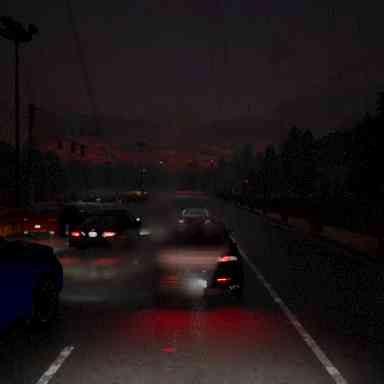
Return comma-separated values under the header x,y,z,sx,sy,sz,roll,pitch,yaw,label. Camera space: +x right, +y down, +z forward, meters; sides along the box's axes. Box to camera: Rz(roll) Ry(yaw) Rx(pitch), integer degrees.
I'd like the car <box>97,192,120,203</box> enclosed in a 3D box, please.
x,y,z,sx,sy,sz,roll,pitch,yaw,label
-13.791,1.116,55.442,1.812,1.442,4.674,0,0,1,car

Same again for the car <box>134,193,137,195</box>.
x,y,z,sx,sy,sz,roll,pitch,yaw,label
-13.575,0.945,77.780,1.812,1.442,4.674,0,0,0,car

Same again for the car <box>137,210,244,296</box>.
x,y,z,sx,sy,sz,roll,pitch,yaw,label
0.127,1.438,8.462,2.128,1.511,4.902,0,0,0,car

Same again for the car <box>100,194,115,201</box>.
x,y,z,sx,sy,sz,roll,pitch,yaw,label
-17.136,1.064,67.385,1.994,1.385,4.181,0,0,0,car

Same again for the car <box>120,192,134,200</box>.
x,y,z,sx,sy,sz,roll,pitch,yaw,label
-13.648,1.027,67.136,1.812,1.442,4.674,0,0,1,car

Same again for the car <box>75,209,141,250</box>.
x,y,z,sx,sy,sz,roll,pitch,yaw,label
-3.348,1.453,13.779,2.033,1.411,5.357,0,0,0,car

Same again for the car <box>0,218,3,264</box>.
x,y,z,sx,sy,sz,roll,pitch,yaw,label
-6.881,1.512,8.207,1.994,1.385,4.181,0,0,1,car

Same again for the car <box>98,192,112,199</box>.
x,y,z,sx,sy,sz,roll,pitch,yaw,label
-20.568,0.890,78.960,1.882,1.535,5.008,0,0,0,car

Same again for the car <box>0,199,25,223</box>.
x,y,z,sx,sy,sz,roll,pitch,yaw,label
-13.994,1.325,23.336,2.128,1.511,4.902,0,0,0,car

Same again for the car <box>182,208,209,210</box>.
x,y,z,sx,sy,sz,roll,pitch,yaw,label
0.174,1.476,17.792,1.895,1.301,4.718,0,0,0,car

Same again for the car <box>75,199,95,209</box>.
x,y,z,sx,sy,sz,roll,pitch,yaw,label
-6.843,1.358,17.192,1.882,1.535,5.008,0,0,0,car

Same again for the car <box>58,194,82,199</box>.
x,y,z,sx,sy,sz,roll,pitch,yaw,label
-20.777,1.066,55.706,1.882,1.535,5.008,0,0,2,car

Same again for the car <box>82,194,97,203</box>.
x,y,z,sx,sy,sz,roll,pitch,yaw,label
-17.270,1.139,57.409,1.994,1.385,4.181,0,0,1,car

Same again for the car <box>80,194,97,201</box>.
x,y,z,sx,sy,sz,roll,pitch,yaw,label
-20.643,1.108,66.274,1.895,1.301,4.718,0,0,0,car

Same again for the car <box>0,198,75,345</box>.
x,y,z,sx,sy,sz,roll,pitch,yaw,label
-3.387,1.204,3.606,2.150,2.045,5.566,0,0,0,car

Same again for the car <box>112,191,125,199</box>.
x,y,z,sx,sy,sz,roll,pitch,yaw,label
-17.077,0.778,77.518,2.097,1.767,4.553,0,0,0,car
